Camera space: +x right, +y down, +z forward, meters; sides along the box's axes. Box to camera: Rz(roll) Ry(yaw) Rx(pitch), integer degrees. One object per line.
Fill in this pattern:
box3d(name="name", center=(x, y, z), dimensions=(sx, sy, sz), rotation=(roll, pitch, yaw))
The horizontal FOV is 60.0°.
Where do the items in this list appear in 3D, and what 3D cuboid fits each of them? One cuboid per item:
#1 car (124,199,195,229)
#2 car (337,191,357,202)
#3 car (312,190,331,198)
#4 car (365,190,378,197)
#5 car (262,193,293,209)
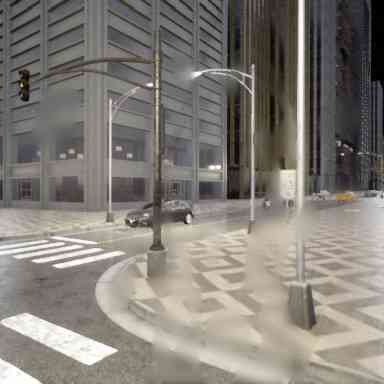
box3d(name="car", center=(-1.718, 1.214, 19.112), dimensions=(1.837, 1.490, 4.892), rotation=(0, 2, 35))
box3d(name="car", center=(21.718, 0.623, 46.460), dimensions=(1.882, 1.535, 5.008), rotation=(0, 1, 35))
box3d(name="car", center=(18.273, 0.401, 46.965), dimensions=(1.812, 1.442, 4.674), rotation=(0, 1, 35))
box3d(name="car", center=(35.576, 0.316, 66.062), dimensions=(2.128, 1.511, 4.902), rotation=(0, 1, 35))
box3d(name="car", center=(8.736, 0.905, 33.757), dimensions=(2.128, 1.511, 4.902), rotation=(0, 1, 36))
